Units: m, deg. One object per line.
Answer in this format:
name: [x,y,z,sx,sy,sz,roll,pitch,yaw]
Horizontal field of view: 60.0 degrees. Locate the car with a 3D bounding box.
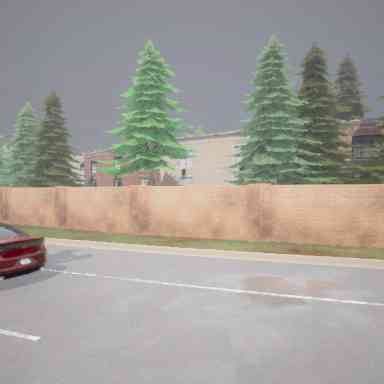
car: [-6.174,1.483,8.829,5.008,1.535,1.882,0,0,24]
